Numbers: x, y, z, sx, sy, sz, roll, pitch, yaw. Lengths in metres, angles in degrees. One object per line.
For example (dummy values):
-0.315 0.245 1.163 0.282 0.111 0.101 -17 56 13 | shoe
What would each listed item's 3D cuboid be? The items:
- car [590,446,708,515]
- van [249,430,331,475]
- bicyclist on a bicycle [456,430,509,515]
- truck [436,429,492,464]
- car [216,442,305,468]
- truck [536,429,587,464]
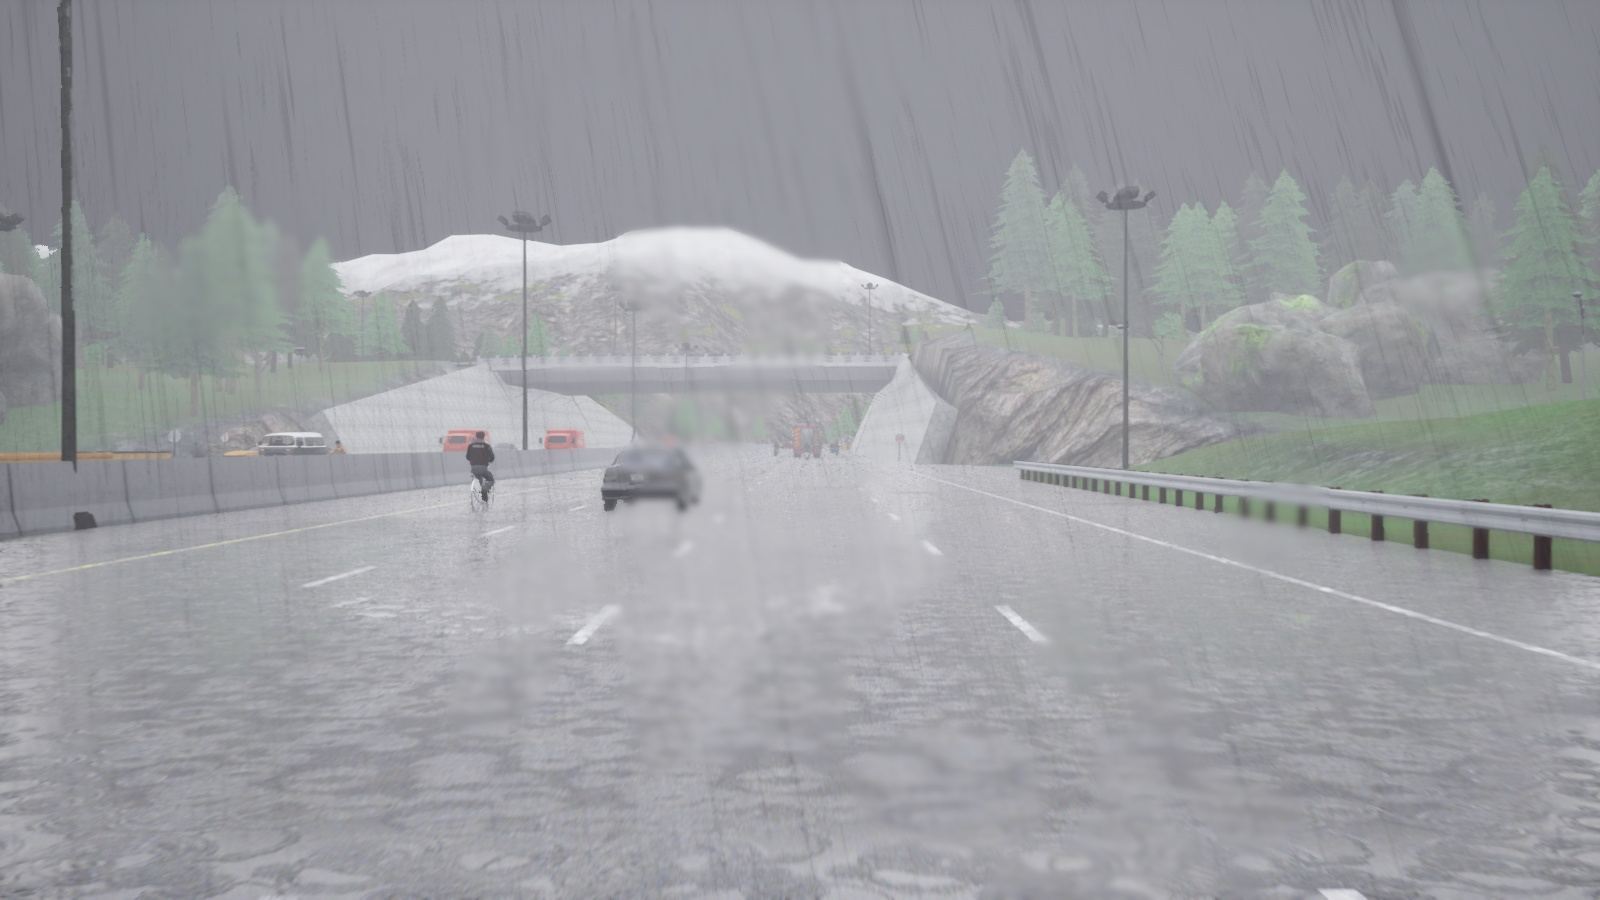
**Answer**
-3.327 0.629 28.752 2.033 1.411 5.357 0 0 0 | car
-24.157 0.116 59.693 2.069 2.038 4.480 0 0 0 | van
-6.836 0.459 27.098 0.659 1.776 1.843 0 1 0 | bicyclist on a bicycle
-23.991 -0.266 89.871 2.627 2.467 5.204 0 0 0 | truck
-32.485 0.271 75.742 1.882 1.535 5.008 0 0 24 | car
-16.991 -0.260 89.839 2.627 2.467 5.204 0 0 0 | truck
